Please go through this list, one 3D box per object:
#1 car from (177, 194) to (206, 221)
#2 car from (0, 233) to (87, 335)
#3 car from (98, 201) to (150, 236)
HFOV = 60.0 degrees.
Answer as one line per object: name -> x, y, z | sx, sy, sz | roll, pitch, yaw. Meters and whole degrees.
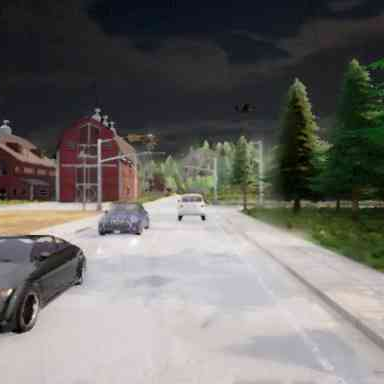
car -> -0.021, 1.198, 27.397 | 2.150, 2.045, 5.566 | 0, 0, 0
car -> -3.608, 1.562, 6.644 | 1.994, 1.385, 4.181 | 0, 0, 0
car -> -3.615, 1.340, 18.315 | 2.097, 1.767, 4.553 | 0, 0, 1
